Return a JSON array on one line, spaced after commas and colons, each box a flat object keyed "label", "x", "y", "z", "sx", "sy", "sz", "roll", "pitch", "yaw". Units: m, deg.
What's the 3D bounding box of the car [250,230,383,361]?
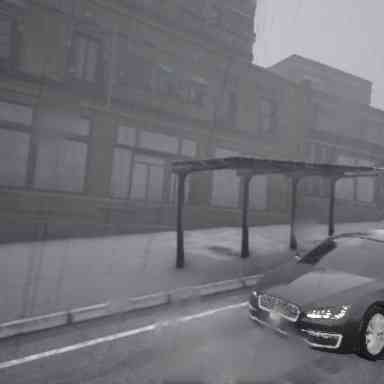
[{"label": "car", "x": 3.210, "y": 1.501, "z": 5.964, "sx": 4.892, "sy": 1.490, "sz": 1.837, "roll": 0, "pitch": 0, "yaw": -33}]
